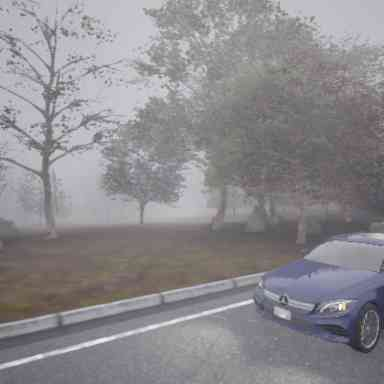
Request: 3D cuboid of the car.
[{"bbox_3d":[3.241,1.550,6.292,4.674,1.442,1.812,0,0,-35],"label":"car"}]
